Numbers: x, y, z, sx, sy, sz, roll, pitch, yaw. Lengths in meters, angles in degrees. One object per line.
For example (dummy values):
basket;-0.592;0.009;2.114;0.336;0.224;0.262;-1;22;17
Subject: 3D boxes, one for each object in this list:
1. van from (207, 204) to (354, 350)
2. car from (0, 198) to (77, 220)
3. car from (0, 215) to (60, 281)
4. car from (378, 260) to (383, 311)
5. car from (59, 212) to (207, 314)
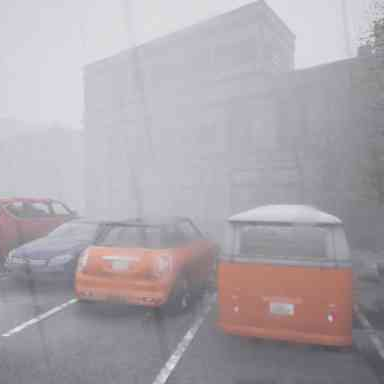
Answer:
van;1.732;1.256;6.353;1.878;1.987;4.442;0;-1;16
car;-5.455;1.214;11.379;2.435;2.045;5.566;0;-1;16
car;-3.070;1.509;9.645;2.002;1.452;4.674;1;-1;16
car;4.087;1.488;4.529;2.097;1.535;5.008;0;-1;16
car;-0.695;1.347;7.914;2.185;1.767;4.553;0;-1;15
